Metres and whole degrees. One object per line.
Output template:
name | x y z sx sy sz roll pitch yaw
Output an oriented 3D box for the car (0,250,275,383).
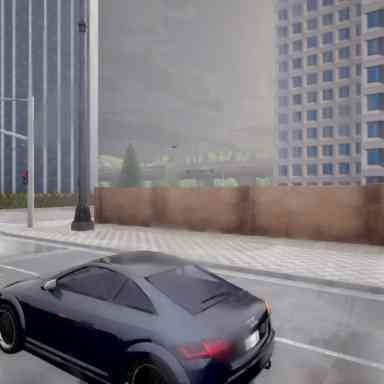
car | -1.000 1.564 4.717 4.181 1.385 1.994 0 0 35
